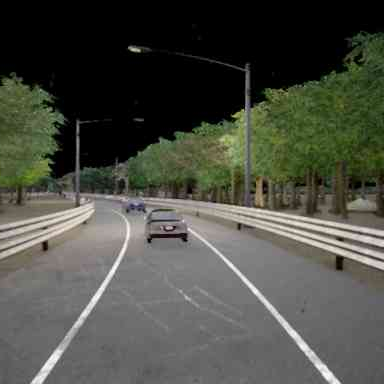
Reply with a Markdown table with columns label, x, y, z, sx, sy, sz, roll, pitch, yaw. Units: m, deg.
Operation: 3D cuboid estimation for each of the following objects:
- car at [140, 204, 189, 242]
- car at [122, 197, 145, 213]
| label | x | y | z | sx | sy | sz | roll | pitch | yaw |
| --- | --- | --- | --- | --- | --- | --- | --- | --- | --- |
| car | -1.361 | 1.541 | 16.368 | 2.033 | 1.411 | 5.357 | 0 | 0 | -9 |
| car | -6.456 | 1.321 | 36.438 | 2.097 | 1.767 | 4.553 | 0 | 0 | -19 |
